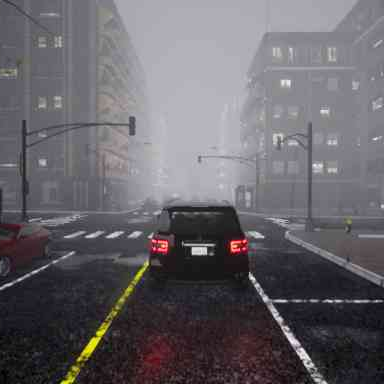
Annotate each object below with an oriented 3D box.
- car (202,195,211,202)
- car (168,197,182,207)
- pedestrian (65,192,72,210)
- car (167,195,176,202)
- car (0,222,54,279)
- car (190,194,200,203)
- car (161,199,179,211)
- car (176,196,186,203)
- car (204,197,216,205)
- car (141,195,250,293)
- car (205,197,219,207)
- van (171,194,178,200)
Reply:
[{"bbox_3d":[3.371,1.499,76.130,1.967,1.590,4.097,0,0,1],"label":"car"},{"bbox_3d":[-2.632,1.564,51.716,1.812,1.442,4.674,0,0,1],"label":"car"},{"bbox_3d":[-12.420,0.928,33.439,0.375,1.860,0.375,0,-1,0],"label":"pedestrian"},{"bbox_3d":[-4.959,1.588,81.680,1.752,1.417,4.829,0,0,1],"label":"car"},{"bbox_3d":[-5.614,1.589,9.971,1.802,1.307,4.206,0,0,1],"label":"car"},{"bbox_3d":[0.671,1.411,72.881,2.097,1.767,4.553,0,0,1],"label":"car"},{"bbox_3d":[-2.719,1.595,41.762,1.994,1.385,4.181,0,0,1],"label":"car"},{"bbox_3d":[-2.355,1.578,71.856,1.812,1.442,4.674,0,0,1],"label":"car"},{"bbox_3d":[3.217,1.589,59.213,1.887,1.381,4.507,0,0,1],"label":"car"},{"bbox_3d":[0.165,1.228,9.058,2.150,2.045,5.566,0,0,1],"label":"car"},{"bbox_3d":[3.165,1.591,53.576,2.008,1.369,4.403,0,0,1],"label":"car"},{"bbox_3d":[-4.855,1.412,93.128,1.690,1.788,3.998,0,0,1],"label":"van"}]
